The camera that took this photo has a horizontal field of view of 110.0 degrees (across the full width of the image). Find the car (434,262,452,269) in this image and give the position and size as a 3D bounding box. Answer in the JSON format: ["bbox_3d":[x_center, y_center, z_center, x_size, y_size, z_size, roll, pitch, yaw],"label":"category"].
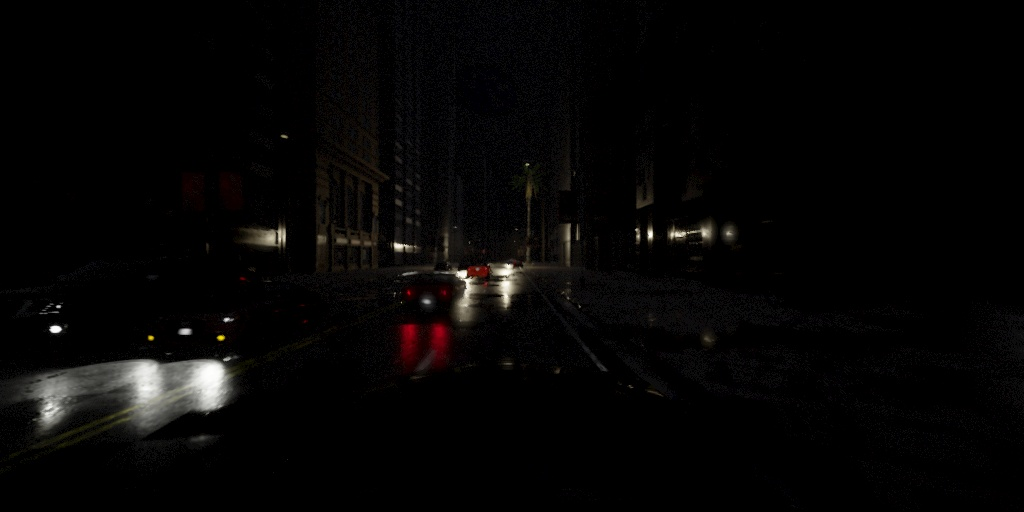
[{"bbox_3d":[-9.810,1.536,51.497,2.033,1.411,5.357,0,0,1],"label":"car"}]

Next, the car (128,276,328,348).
[{"bbox_3d":[-6.600,1.350,9.230,1.994,1.385,4.181,0,0,0],"label":"car"}]

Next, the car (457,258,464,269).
[{"bbox_3d":[-6.564,1.340,51.389,2.097,1.767,4.553,0,0,0],"label":"car"}]

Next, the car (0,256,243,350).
[{"bbox_3d":[-9.851,1.009,9.550,2.150,2.045,5.566,0,0,0],"label":"car"}]

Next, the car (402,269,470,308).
[{"bbox_3d":[-3.149,1.416,15.574,1.895,1.301,4.718,0,0,0],"label":"car"}]

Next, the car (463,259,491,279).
[{"bbox_3d":[-3.148,1.260,34.903,2.097,1.767,4.553,0,0,0],"label":"car"}]
